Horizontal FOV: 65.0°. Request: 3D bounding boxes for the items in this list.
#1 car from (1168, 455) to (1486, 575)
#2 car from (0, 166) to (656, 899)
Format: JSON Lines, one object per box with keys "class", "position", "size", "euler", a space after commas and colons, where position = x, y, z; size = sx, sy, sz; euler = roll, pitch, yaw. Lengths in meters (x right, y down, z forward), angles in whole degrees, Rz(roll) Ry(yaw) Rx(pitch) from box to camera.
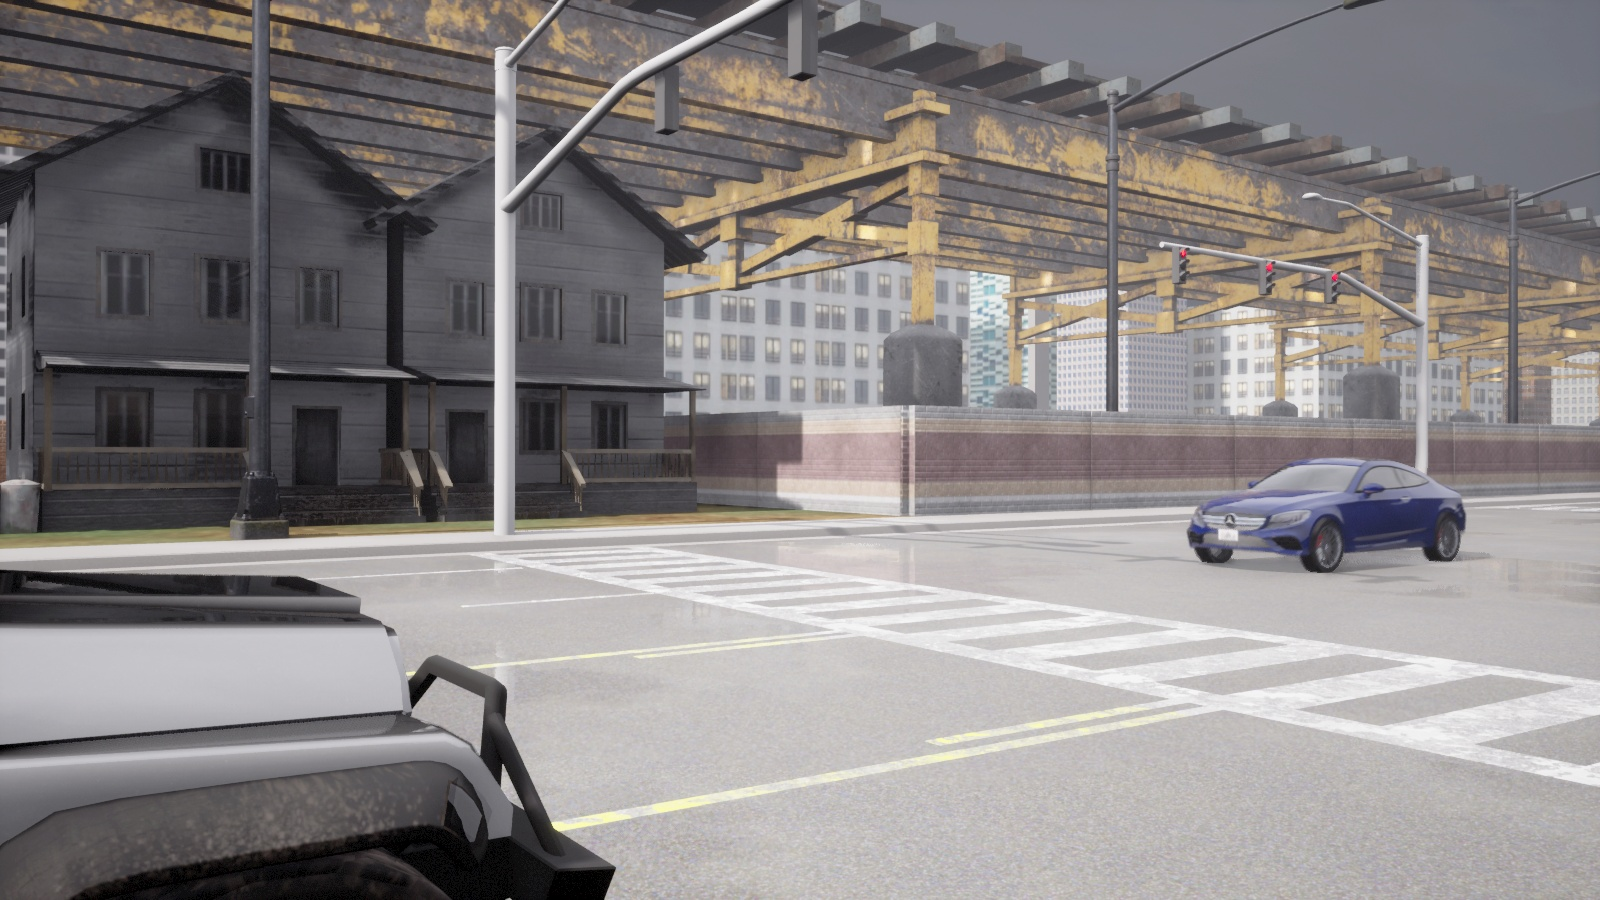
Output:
{"class": "car", "position": [7.331, 0.797, 17.285], "size": [4.674, 1.442, 1.812], "euler": [0, 0, -35]}
{"class": "car", "position": [-2.398, 0.551, 1.999], "size": [3.866, 1.878, 1.905], "euler": [0, 0, -34]}
